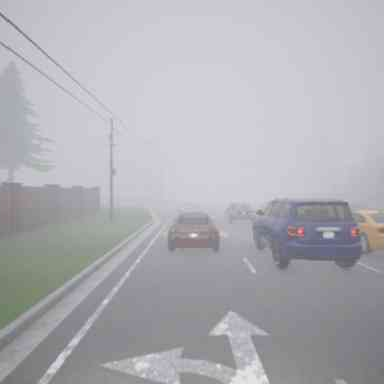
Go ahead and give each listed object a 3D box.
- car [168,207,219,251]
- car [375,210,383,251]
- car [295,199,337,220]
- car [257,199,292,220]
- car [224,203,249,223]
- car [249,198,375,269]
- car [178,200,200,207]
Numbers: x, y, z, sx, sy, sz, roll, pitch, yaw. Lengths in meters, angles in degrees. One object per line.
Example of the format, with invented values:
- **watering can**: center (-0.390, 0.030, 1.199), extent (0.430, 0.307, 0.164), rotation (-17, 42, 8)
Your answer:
- **car**: center (0.071, 1.540, 14.092), extent (1.994, 1.385, 4.181), rotation (0, 0, 0)
- **car**: center (7.066, 1.455, 13.337), extent (1.882, 1.535, 5.008), rotation (0, 0, 0)
- **car**: center (10.566, 1.458, 28.846), extent (1.837, 1.490, 4.892), rotation (0, 1, 0)
- **car**: center (7.067, 1.457, 28.850), extent (1.837, 1.490, 4.892), rotation (0, 1, 0)
- **car**: center (3.540, 1.504, 25.039), extent (2.033, 1.411, 5.357), rotation (0, 0, 1)
- **car**: center (3.552, 1.202, 11.264), extent (2.150, 2.045, 5.566), rotation (0, 0, 0)
- **car**: center (-0.242, 1.472, 29.759), extent (1.812, 1.442, 4.674), rotation (0, 0, -4)
